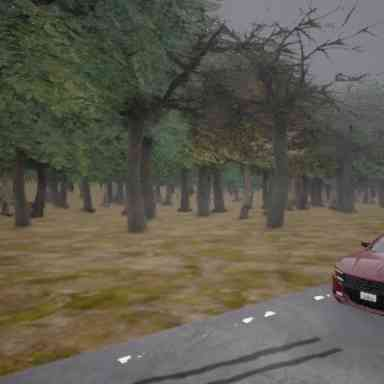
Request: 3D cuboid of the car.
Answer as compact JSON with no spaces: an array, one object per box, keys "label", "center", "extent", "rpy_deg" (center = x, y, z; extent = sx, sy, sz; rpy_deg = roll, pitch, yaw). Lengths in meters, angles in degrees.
[{"label":"car","center":[4.951,1.479,7.043],"extent":[5.008,1.535,1.882],"rpy_deg":[0,0,-37]}]
